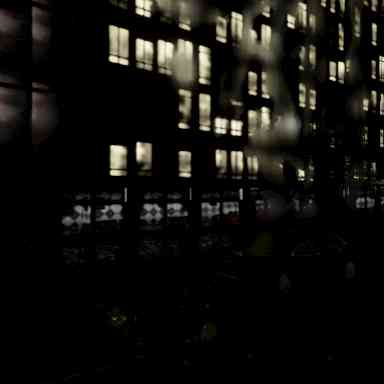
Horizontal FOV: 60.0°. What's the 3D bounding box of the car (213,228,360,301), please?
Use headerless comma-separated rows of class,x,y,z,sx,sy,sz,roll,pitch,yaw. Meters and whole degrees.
car,2.516,1.615,8.357,4.403,1.369,2.008,1,-1,-35
